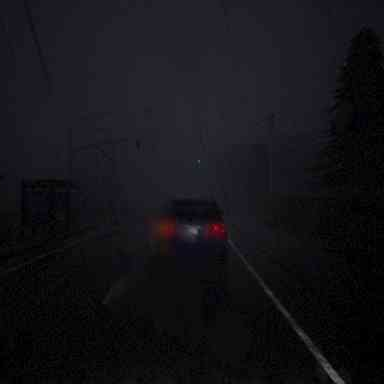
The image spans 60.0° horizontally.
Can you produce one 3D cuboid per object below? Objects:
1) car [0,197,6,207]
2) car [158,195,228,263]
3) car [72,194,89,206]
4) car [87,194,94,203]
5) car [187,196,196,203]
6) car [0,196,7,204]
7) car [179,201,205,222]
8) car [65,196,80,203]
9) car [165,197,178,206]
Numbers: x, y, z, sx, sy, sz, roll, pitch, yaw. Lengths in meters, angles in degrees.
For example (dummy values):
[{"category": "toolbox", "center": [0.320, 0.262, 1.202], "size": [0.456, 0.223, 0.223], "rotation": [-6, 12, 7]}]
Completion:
[{"category": "car", "center": [-29.036, 1.434, 46.938], "size": [2.152, 1.636, 5.027], "rotation": [0, 0, 0]}, {"category": "car", "center": [0.042, 1.244, 12.179], "size": [2.150, 2.045, 5.566], "rotation": [0, 0, 0]}, {"category": "car", "center": [-18.985, 1.592, 54.350], "size": [2.007, 1.523, 4.514], "rotation": [0, 0, 0]}, {"category": "car", "center": [-22.708, 1.405, 72.215], "size": [1.905, 1.878, 3.866], "rotation": [0, 0, 0]}, {"category": "car", "center": [-0.082, 1.543, 71.227], "size": [1.895, 1.301, 4.718], "rotation": [0, 0, 0]}, {"category": "car", "center": [-38.424, 1.613, 64.997], "size": [2.007, 1.523, 4.514], "rotation": [0, 0, 0]}, {"category": "car", "center": [0.036, 1.665, 29.405], "size": [2.128, 1.511, 4.902], "rotation": [0, 1, 0]}, {"category": "car", "center": [-26.035, 1.690, 72.813], "size": [1.970, 1.475, 3.806], "rotation": [0, 0, 0]}, {"category": "car", "center": [-3.616, 1.673, 58.429], "size": [1.994, 1.385, 4.181], "rotation": [0, 0, 0]}]
